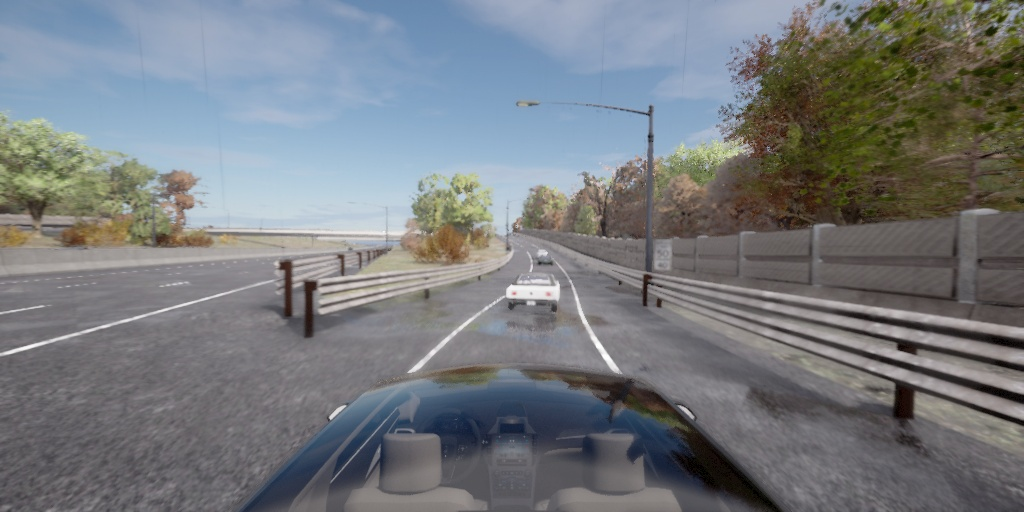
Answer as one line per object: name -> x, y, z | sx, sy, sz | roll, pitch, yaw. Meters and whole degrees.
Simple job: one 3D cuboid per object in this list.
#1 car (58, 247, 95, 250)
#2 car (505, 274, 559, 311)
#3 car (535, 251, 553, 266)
car -> -41.102, -0.065, 33.579 | 1.837, 1.490, 4.892 | 0, 1, -18
car -> 0.993, 1.371, 14.762 | 1.895, 1.301, 4.718 | 1, 0, 8
car -> 4.342, 0.450, 46.965 | 1.994, 1.385, 4.181 | 1, 3, 2
